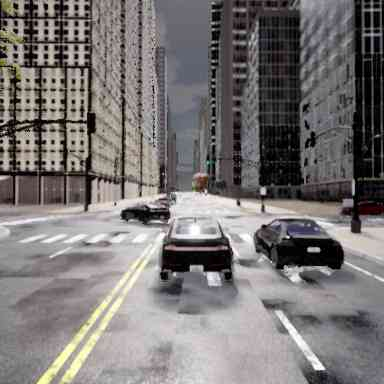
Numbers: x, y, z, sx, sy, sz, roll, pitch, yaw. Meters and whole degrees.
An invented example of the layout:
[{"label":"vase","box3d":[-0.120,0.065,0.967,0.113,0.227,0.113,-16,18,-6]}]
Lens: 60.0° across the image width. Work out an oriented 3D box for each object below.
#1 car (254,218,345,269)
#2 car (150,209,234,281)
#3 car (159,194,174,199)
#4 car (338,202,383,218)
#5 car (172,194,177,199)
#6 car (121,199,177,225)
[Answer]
[{"label":"car","box3d":[3.350,1.564,11.148,1.994,1.385,4.181,0,0,0]},{"label":"car","box3d":[0.101,1.492,9.840,2.128,1.511,4.902,0,0,0]},{"label":"car","box3d":[-3.891,1.461,45.870,1.882,1.535,5.008,0,0,-1]},{"label":"car","box3d":[16.173,1.621,31.121,4.674,1.442,1.812,0,-1,2]},{"label":"car","box3d":[-4.023,1.524,55.689,2.033,1.411,5.357,0,0,0]},{"label":"car","box3d":[-3.418,1.461,23.877,2.128,1.511,4.902,0,-1,-36]}]
